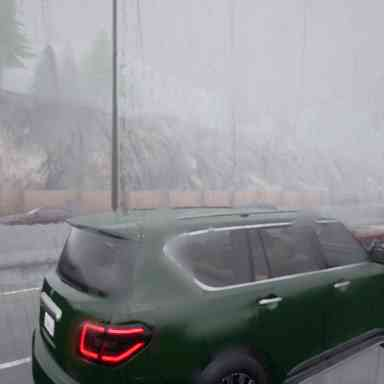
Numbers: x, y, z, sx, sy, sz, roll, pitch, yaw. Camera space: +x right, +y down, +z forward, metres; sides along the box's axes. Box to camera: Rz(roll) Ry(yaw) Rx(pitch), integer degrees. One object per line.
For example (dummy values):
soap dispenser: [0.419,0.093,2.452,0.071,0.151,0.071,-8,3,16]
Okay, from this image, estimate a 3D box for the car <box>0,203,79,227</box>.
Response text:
car: [-8.558,1.522,19.383,4.674,1.442,1.812,0,0,-35]

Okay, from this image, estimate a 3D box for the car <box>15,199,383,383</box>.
car: [0.954,1.219,4.427,5.566,2.045,2.150,0,0,-36]

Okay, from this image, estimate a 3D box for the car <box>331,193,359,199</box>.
car: [23.233,1.175,50.605,5.566,2.045,2.150,-1,0,-35]

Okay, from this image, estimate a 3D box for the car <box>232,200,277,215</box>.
car: [6.508,1.578,34.421,4.718,1.301,1.895,0,0,-35]

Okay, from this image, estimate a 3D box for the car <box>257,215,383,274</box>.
car: [4.563,1.592,11.290,4.718,1.301,1.895,0,0,-35]

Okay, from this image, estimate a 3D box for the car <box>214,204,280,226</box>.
car: [4.028,1.585,24.057,4.718,1.301,1.895,0,0,-35]

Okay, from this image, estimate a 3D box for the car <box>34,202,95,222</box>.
car: [-10.227,1.557,26.788,4.181,1.385,1.994,0,0,-35]
